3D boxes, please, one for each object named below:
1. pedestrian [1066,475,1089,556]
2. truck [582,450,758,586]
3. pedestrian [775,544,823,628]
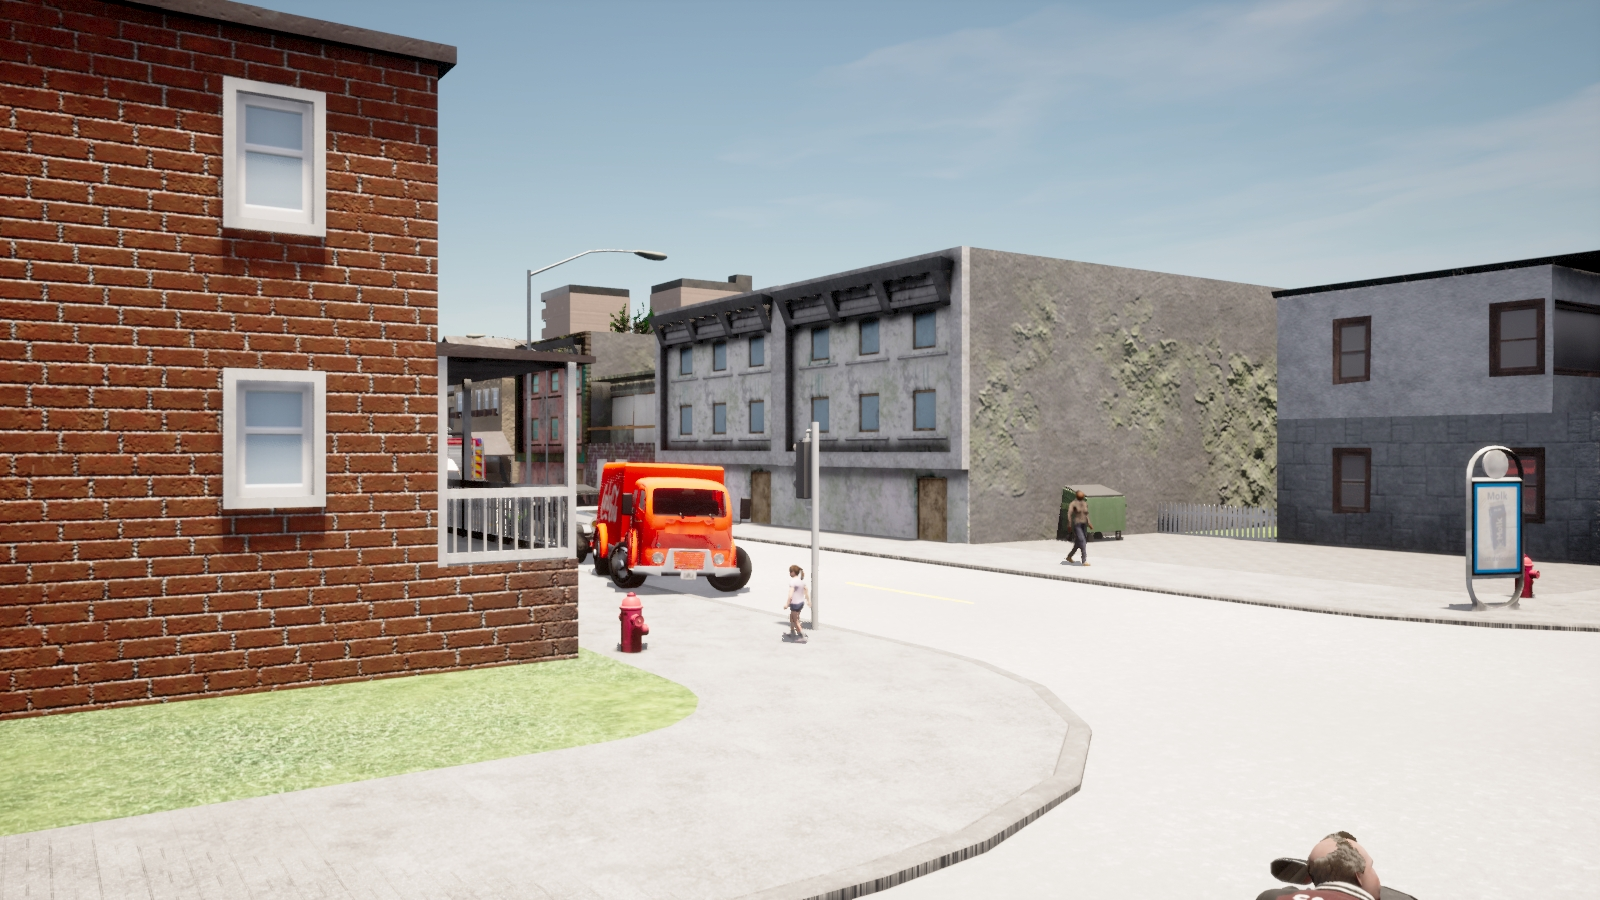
[{"bbox_3d":[6.460,1.525,26.642,0.375,1.860,0.375,0,0,-22],"label":"pedestrian"},{"bbox_3d":[-2.868,1.294,23.855,2.627,2.467,5.204,3,-1,-17],"label":"truck"},{"bbox_3d":[-0.011,1.897,16.047,0.500,1.100,0.500,0,0,31],"label":"pedestrian"}]
